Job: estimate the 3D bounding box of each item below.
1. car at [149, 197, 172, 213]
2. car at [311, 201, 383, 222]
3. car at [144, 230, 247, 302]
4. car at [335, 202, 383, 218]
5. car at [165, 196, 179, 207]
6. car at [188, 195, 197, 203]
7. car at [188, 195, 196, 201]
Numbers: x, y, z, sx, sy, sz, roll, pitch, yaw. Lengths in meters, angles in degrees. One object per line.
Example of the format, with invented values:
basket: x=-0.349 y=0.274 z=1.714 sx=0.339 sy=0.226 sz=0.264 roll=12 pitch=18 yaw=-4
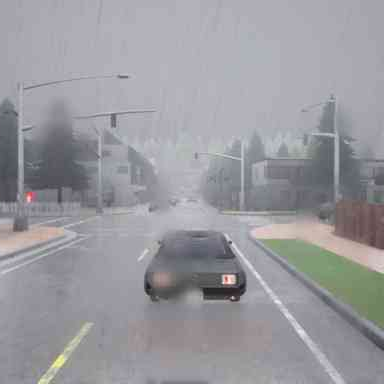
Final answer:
car: x=-3.582 y=1.563 z=36.738 sx=1.994 sy=1.385 sz=4.181 roll=0 pitch=0 yaw=0
car: x=11.484 y=1.485 z=25.023 sx=4.892 sy=1.490 sz=1.837 roll=0 pitch=1 yaw=-5
car: x=0.072 y=1.601 z=8.219 sx=1.895 sy=1.301 sz=4.718 roll=0 pitch=0 yaw=0
car: x=15.313 y=1.582 z=29.278 sx=4.718 sy=1.301 sz=1.895 roll=0 pitch=0 yaw=-8
car: x=-3.569 y=1.352 z=51.970 sx=2.097 sy=1.767 sz=4.553 roll=0 pitch=0 yaw=0
car: x=0.037 y=1.595 z=71.450 sx=1.895 sy=1.301 sz=4.718 roll=0 pitch=0 yaw=0
car: x=0.039 y=1.478 z=81.486 sx=1.882 sy=1.535 sz=5.008 roll=0 pitch=0 yaw=0
